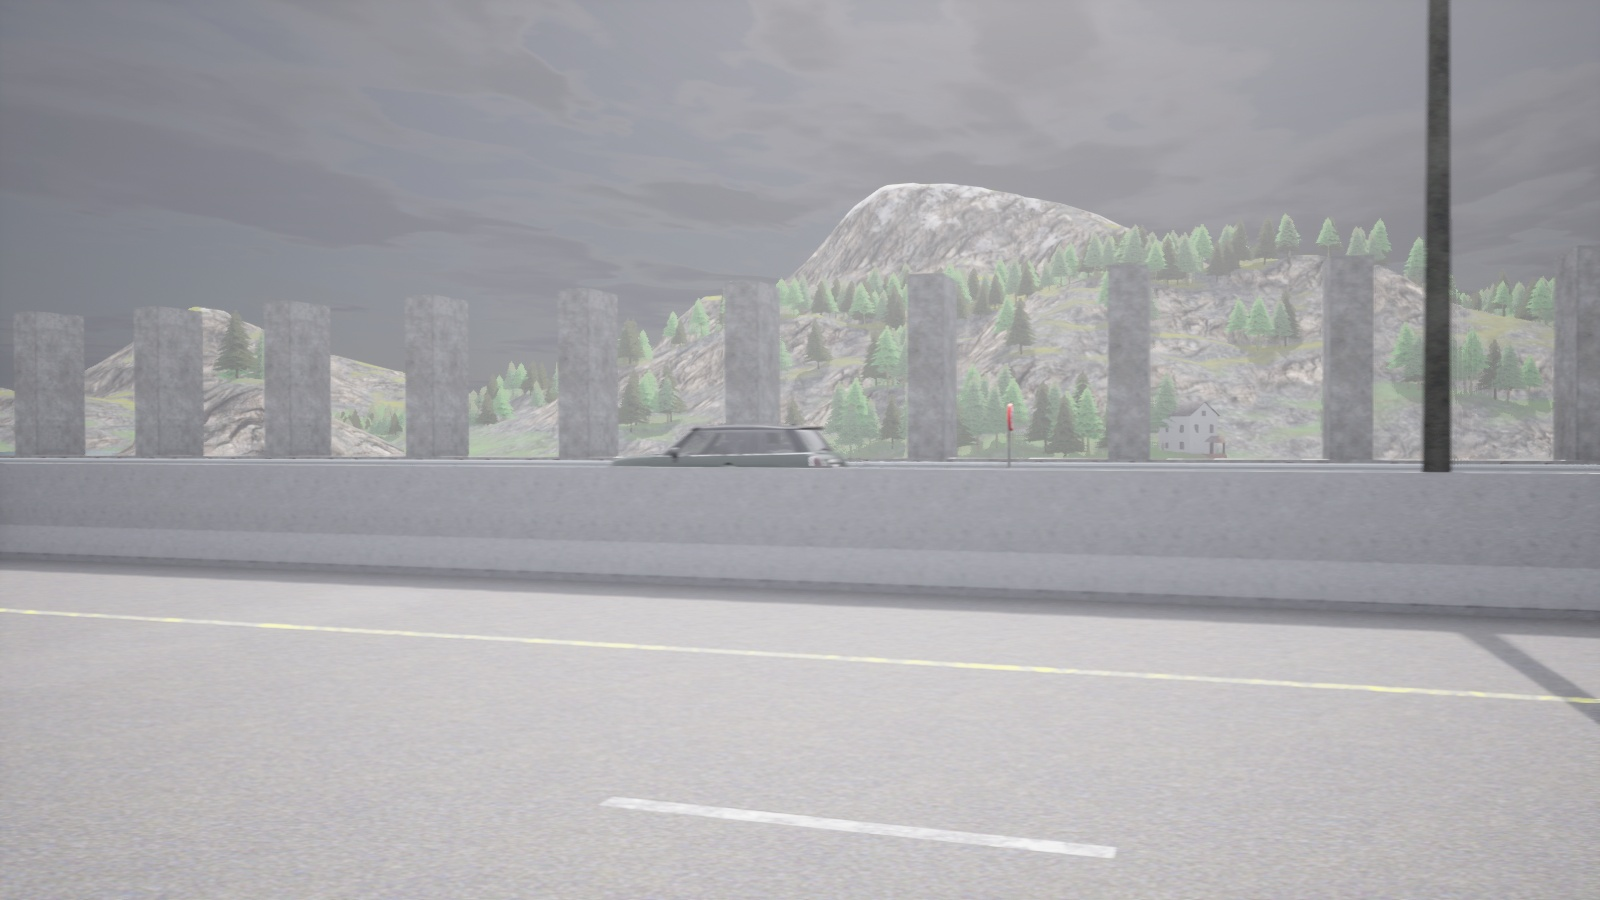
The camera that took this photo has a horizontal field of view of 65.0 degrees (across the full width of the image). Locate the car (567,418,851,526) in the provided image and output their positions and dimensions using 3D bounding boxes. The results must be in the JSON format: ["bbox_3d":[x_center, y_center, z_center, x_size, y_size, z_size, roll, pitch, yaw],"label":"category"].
[{"bbox_3d":[-1.578,0.325,22.196,4.553,1.767,2.097,1,1,19],"label":"car"}]

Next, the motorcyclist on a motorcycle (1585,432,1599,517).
[{"bbox_3d":[15.996,0.463,23.715,1.817,1.590,0.866,0,1,18],"label":"motorcyclist on a motorcycle"}]
